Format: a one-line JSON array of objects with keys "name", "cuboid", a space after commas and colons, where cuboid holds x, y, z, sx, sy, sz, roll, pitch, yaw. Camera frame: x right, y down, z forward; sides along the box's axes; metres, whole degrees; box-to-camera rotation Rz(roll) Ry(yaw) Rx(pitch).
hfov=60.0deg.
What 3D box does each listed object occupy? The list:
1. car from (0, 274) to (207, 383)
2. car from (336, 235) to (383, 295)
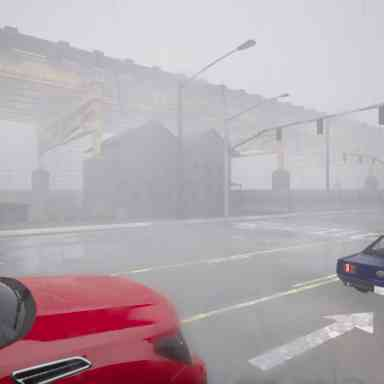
[{"name": "car", "cuboid": [-2.526, 1.221, 1.943, 5.566, 2.045, 2.150, 0, 0, -36]}, {"name": "car", "cuboid": [5.438, 1.601, 7.624, 4.718, 1.301, 1.895, 0, 0, -35]}]
